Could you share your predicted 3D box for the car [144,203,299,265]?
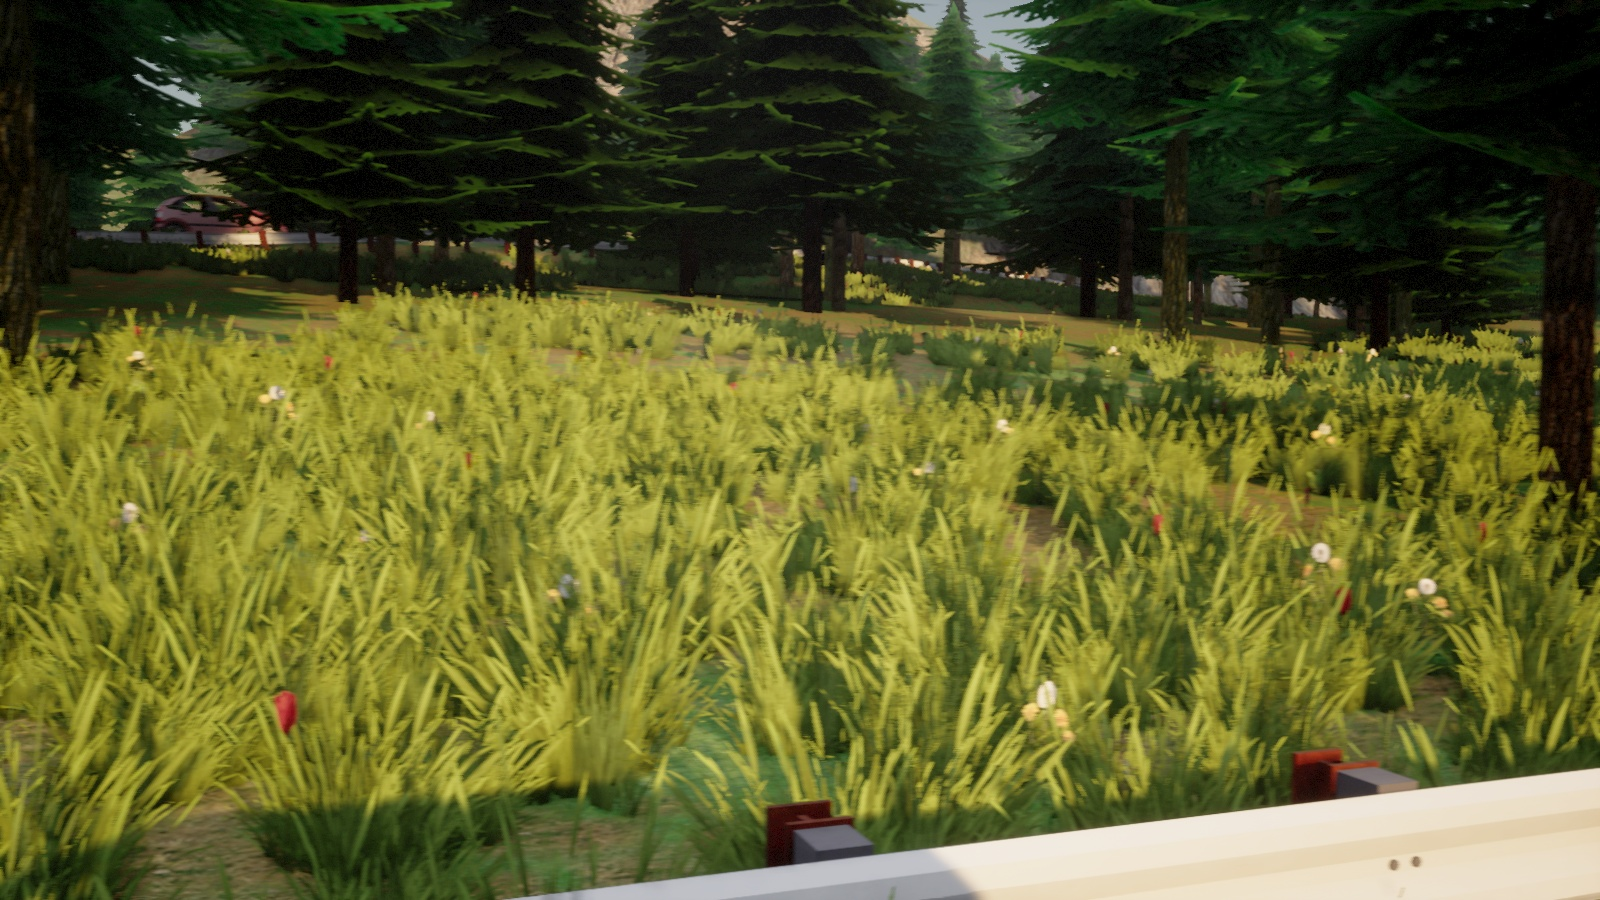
[{"bbox_3d":[-17.876,-6.668,38.847,3.988,1.617,1.851,-6,4,-32],"label":"car"}]
